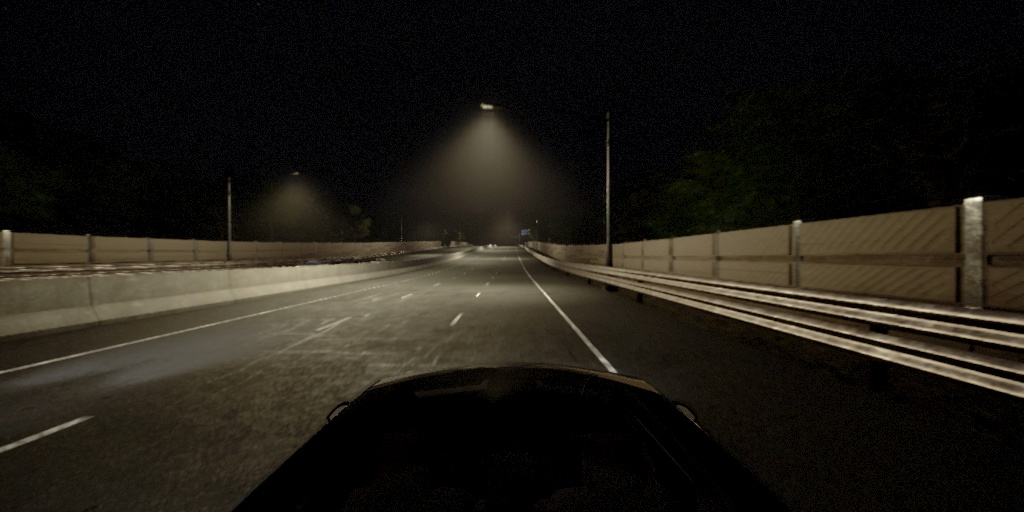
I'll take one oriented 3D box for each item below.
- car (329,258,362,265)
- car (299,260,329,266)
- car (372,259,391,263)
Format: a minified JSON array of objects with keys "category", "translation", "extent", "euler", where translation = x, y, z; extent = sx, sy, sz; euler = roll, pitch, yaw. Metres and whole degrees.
[{"category":"car","translation":[-21.054,1.093,46.208],"extent":[1.837,1.490,4.892],"euler":[0,1,1]},{"category":"car","translation":[-24.540,1.162,44.919],"extent":[2.033,1.411,5.357],"euler":[0,1,1]},{"category":"car","translation":[-17.542,1.077,47.937],"extent":[1.812,1.442,4.674],"euler":[0,1,1]}]
